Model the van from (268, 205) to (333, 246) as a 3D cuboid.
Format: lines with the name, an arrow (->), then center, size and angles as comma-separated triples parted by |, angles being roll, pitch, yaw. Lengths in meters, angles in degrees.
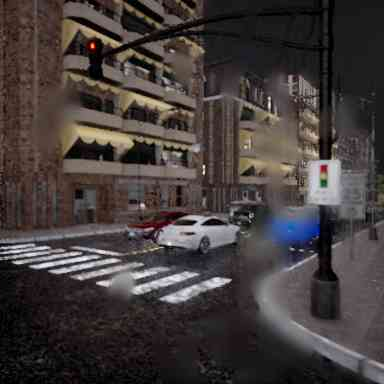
van -> 5.459, 1.600, 16.466 | 1.690, 1.788, 3.998 | -1, -1, 35

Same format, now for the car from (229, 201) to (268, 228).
car -> 4.649, 1.680, 25.536 | 2.097, 1.767, 4.553 | 0, -1, 35

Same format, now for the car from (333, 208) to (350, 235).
car -> 8.526, 1.904, 21.079 | 1.947, 1.339, 4.313 | -1, -1, 35

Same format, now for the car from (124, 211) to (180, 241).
car -> -1.358, 1.704, 17.072 | 1.812, 1.442, 4.674 | 0, -1, 35

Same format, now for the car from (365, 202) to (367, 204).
car -> 43.250, 2.855, 84.472 | 1.752, 1.417, 4.829 | -1, -1, 35

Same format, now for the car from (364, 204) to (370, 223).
car -> 14.935, 2.050, 30.117 | 2.008, 1.369, 4.403 | -1, -1, 35

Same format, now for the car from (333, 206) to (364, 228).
car -> 11.730, 2.000, 25.597 | 1.802, 1.307, 4.206 | -1, -1, 35

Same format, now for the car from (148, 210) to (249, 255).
car -> 0.474, 1.701, 14.232 | 1.812, 1.442, 4.674 | 0, -1, 34

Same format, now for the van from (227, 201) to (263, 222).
van -> 4.891, 1.716, 30.388 | 1.690, 1.788, 3.998 | -1, -1, 35
